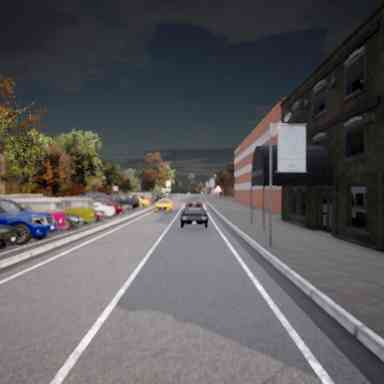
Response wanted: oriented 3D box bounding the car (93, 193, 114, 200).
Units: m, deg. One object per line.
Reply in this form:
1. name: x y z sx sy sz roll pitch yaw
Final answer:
1. car: -21.462 1.084 80.554 4.553 1.767 2.185 0 0 0

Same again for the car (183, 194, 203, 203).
1. car: 0.276 1.422 41.400 2.097 1.767 4.553 0 0 0

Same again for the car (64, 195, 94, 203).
1. car: -21.608 1.362 63.605 5.008 1.535 2.097 0 0 0

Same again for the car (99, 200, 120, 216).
1. car: -9.228 1.663 29.708 4.674 1.452 2.002 0 0 0

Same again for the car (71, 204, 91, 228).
1. car: -9.280 1.652 21.209 4.674 1.452 2.002 0 -1 0

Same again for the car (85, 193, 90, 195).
1. car: -21.624 1.384 60.782 5.008 1.535 2.097 0 0 0

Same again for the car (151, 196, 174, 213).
1. car: -3.191 1.563 38.583 1.882 1.535 5.008 0 0 1

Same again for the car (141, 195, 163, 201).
1. car: -8.980 1.309 74.919 4.674 1.452 2.002 0 1 0

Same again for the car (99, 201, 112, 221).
1. car: -9.249 1.680 26.874 4.674 1.452 2.002 0 0 0

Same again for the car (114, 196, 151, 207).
1. car: -9.292 1.446 52.314 5.366 1.575 1.946 0 0 0

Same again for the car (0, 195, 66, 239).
1. car: -9.280 1.305 15.561 5.566 2.045 2.435 0 -1 0

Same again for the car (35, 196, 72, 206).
1. car: -21.670 1.450 52.186 5.008 1.535 2.097 0 0 0

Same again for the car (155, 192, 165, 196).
1. car: -8.993 1.294 72.091 5.008 1.535 2.097 0 1 0

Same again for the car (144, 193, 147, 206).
1. car: -9.169 1.367 46.661 4.553 1.767 2.185 0 0 0

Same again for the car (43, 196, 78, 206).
1. car: -21.665 1.428 55.010 5.008 1.535 2.097 0 0 0

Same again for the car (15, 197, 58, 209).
1. car: -21.712 1.493 46.540 5.008 1.535 2.097 0 0 0

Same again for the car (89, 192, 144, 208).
1. car: -9.197 1.285 41.008 5.566 2.045 2.435 0 0 0

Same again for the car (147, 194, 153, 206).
1. car: -8.936 1.468 49.486 5.366 1.575 1.946 0 0 0

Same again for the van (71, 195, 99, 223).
1. van: -9.379 1.410 23.917 4.442 1.987 1.878 0 0 0

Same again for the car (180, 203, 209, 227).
1. car: 0.158 1.721 23.713 1.895 1.301 4.718 0 0 0

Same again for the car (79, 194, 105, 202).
1. car: -21.578 1.295 72.076 4.892 1.521 2.231 0 0 0

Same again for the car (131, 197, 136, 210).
1. car: -9.187 1.598 38.185 4.674 1.452 2.002 0 0 0

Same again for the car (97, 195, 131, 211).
1. car: -9.231 1.454 35.358 4.553 1.767 2.185 0 0 0

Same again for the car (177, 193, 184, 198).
1. car: -2.594 0.934 80.206 1.837 1.490 4.892 0 0 1

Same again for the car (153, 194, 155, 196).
1. car: -9.088 1.467 55.138 4.674 1.452 2.002 0 0 0

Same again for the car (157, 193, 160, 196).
1. car: -9.047 1.402 63.615 4.674 1.452 2.002 0 0 0

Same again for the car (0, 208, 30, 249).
1. car: -9.329 1.528 12.733 5.008 1.535 2.097 0 -1 0

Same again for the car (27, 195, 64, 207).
1. car: -21.722 1.346 49.362 4.553 1.767 2.185 0 0 0

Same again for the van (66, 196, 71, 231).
1. van: -9.409 1.358 18.387 4.442 1.987 1.878 0 -1 0

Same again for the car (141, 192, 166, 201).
1. car: -8.939 0.992 77.741 5.566 2.045 2.435 0 1 0

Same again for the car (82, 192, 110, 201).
1. car: -21.529 1.019 74.773 5.566 2.045 2.435 0 0 0

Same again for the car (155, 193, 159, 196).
1. car: -9.031 1.413 60.789 4.792 1.488 2.163 0 0 0

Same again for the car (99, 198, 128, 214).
1. car: -9.210 1.601 32.533 5.008 1.535 2.097 0 0 0

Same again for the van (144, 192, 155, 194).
1. van: -9.192 1.180 57.963 4.442 1.987 1.878 0 0 0

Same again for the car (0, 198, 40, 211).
1. car: -21.744 1.537 41.017 4.892 1.521 2.231 0 0 0
